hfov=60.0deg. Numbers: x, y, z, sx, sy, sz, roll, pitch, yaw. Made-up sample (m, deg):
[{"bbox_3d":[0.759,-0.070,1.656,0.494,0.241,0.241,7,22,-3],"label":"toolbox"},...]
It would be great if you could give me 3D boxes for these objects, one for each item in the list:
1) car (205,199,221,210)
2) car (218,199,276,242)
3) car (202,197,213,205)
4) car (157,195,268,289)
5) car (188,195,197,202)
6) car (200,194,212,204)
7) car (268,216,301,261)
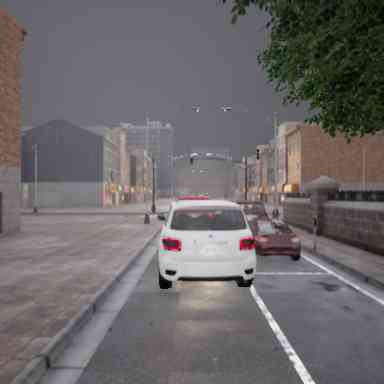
[{"bbox_3d":[2.722,1.598,43.930,1.887,1.381,4.507,1,0,0],"label":"car"},{"bbox_3d":[2.678,1.324,17.500,2.192,1.841,5.009,1,0,0],"label":"car"},{"bbox_3d":[2.751,1.642,60.241,1.887,1.381,4.507,1,0,0],"label":"car"},{"bbox_3d":[0.210,1.224,9.325,2.150,2.045,5.566,0,0,-4],"label":"car"},{"bbox_3d":[0.151,1.540,84.125,2.097,1.767,4.553,0,0,0],"label":"car"},{"bbox_3d":[2.763,1.430,65.679,2.192,1.841,5.009,1,0,0],"label":"car"},{"bbox_3d":[2.665,1.586,12.050,1.802,1.307,4.206,1,0,0],"label":"car"}]
